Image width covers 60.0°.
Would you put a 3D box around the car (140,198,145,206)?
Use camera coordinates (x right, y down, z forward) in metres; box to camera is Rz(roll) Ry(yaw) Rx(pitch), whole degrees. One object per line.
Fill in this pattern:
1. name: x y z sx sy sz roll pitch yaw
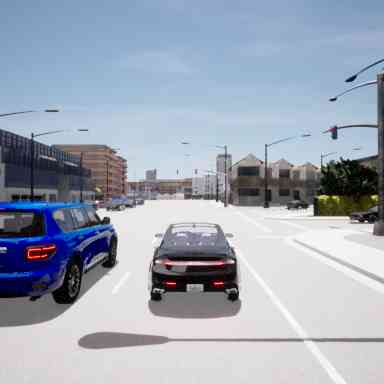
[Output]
1. car: -10.624 1.857 66.195 2.128 1.511 4.902 0 1 0

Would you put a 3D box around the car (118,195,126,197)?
1. car: -14.150 1.598 65.017 2.150 2.045 5.566 0 1 -1

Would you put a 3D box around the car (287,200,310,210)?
1. car: 16.128 1.984 50.257 4.892 1.490 1.837 1 -1 -45

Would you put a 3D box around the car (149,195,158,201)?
1. car: -10.645 1.691 91.961 1.882 1.535 5.008 0 0 0

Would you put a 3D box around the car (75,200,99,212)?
1. car: -14.179 1.873 45.366 1.837 1.490 4.892 0 -1 -1

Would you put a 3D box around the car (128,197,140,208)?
1. car: -10.673 1.974 56.455 2.033 1.411 5.357 0 0 0

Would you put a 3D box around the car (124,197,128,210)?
1. car: -10.670 1.884 46.719 1.837 1.490 4.892 0 0 0

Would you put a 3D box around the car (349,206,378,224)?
1. car: 15.061 1.686 25.499 5.357 1.411 2.033 0 -1 0

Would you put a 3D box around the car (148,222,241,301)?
1. car: 0.055 1.506 8.365 2.128 1.511 4.902 0 0 0

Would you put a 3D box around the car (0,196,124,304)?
1. car: -3.446 1.239 8.320 2.150 2.045 5.566 0 0 0
